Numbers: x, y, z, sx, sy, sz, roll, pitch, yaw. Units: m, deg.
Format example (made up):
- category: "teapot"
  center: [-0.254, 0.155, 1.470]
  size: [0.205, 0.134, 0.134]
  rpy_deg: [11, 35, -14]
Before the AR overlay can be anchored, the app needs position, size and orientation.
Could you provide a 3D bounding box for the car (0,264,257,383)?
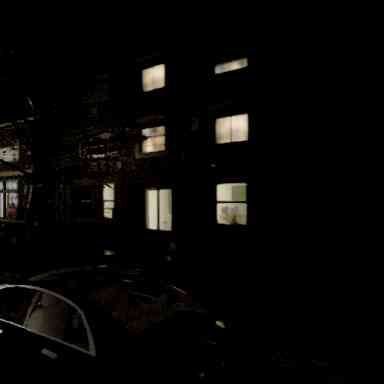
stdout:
- category: "car"
  center: [-1.437, 1.551, 3.908]
  size: [4.403, 1.369, 2.008]
  rpy_deg: [0, -1, 35]
